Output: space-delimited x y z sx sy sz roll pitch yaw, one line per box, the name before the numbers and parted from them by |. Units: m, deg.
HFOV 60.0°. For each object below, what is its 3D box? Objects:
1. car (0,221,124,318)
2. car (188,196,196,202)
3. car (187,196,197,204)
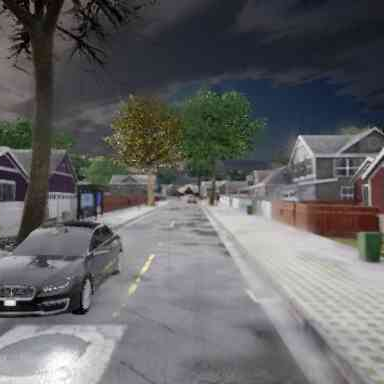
car | -2.843 1.494 7.644 1.837 1.490 4.892 0 0 0
car | -0.006 1.681 80.229 1.994 1.385 4.181 0 -1 0
car | -0.005 1.744 70.427 1.994 1.385 4.181 0 0 0
